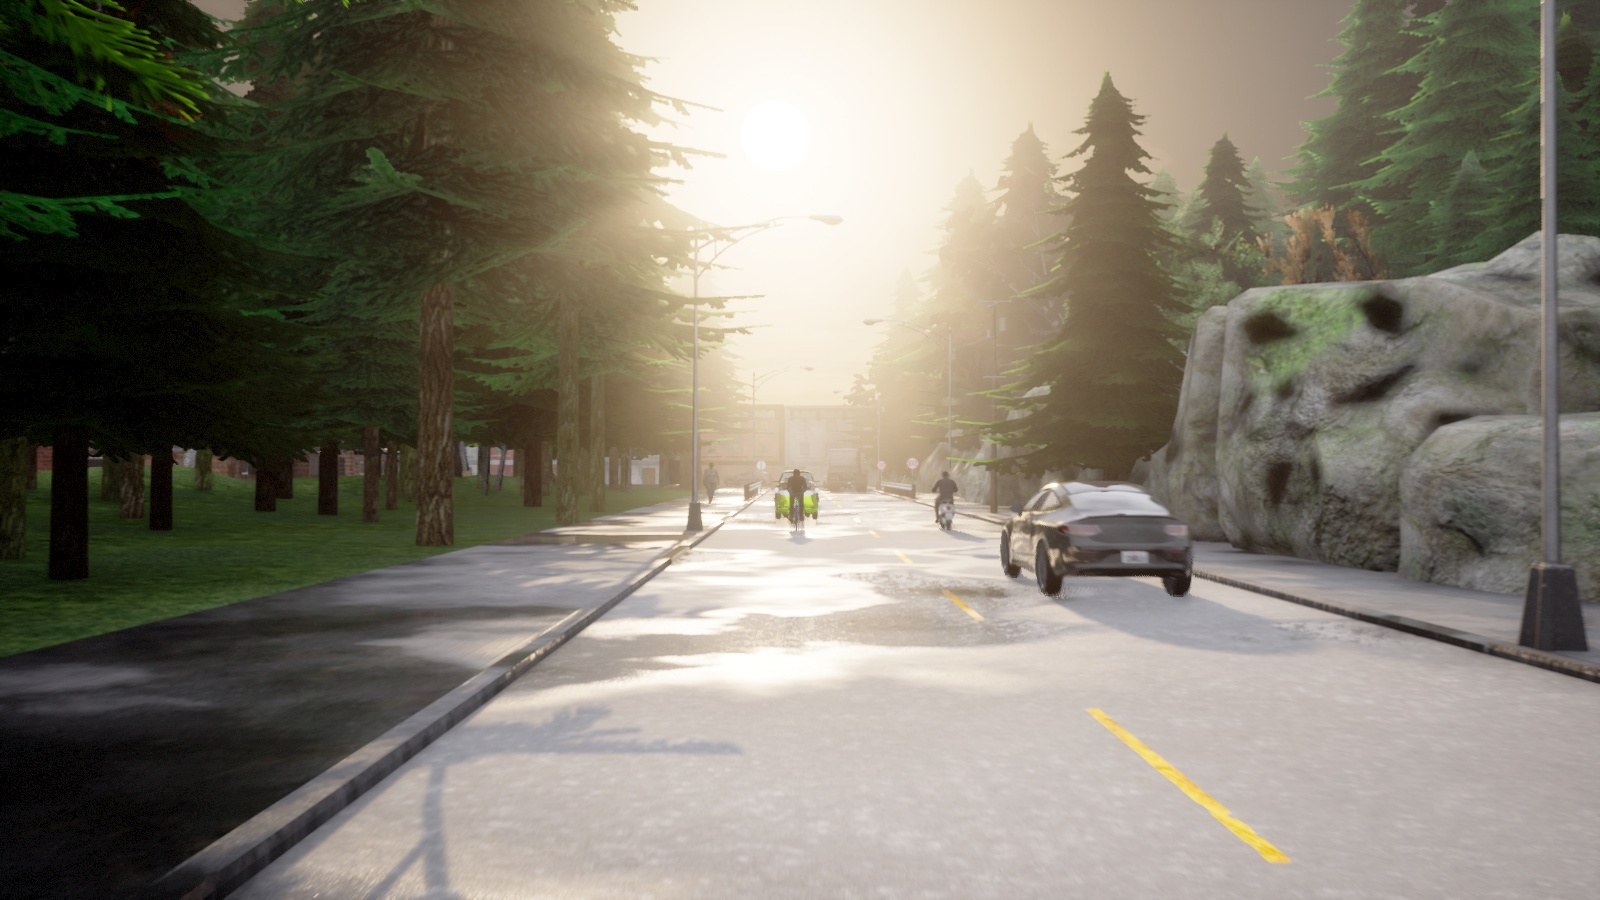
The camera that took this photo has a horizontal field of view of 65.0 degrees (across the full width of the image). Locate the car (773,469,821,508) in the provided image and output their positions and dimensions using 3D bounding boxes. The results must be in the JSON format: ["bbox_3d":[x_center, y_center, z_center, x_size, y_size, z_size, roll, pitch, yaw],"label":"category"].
[{"bbox_3d":[-0.132,1.680,55.896,2.033,1.649,4.856,0,-1,0],"label":"car"}]

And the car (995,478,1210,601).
[{"bbox_3d":[3.959,1.114,17.283,1.812,1.442,4.674,0,-1,0],"label":"car"}]

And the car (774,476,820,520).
[{"bbox_3d":[-0.097,1.559,41.194,1.481,1.376,2.207,0,-1,0],"label":"car"}]

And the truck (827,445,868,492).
[{"bbox_3d":[3.634,1.455,97.751,2.891,3.462,7.936,0,-1,0],"label":"truck"}]

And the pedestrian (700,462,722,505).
[{"bbox_3d":[-3.905,1.460,54.943,0.874,1.855,0.900,0,-1,-10],"label":"pedestrian"}]

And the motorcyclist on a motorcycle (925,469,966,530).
[{"bbox_3d":[3.920,1.320,33.916,0.866,1.590,1.817,0,-1,0],"label":"motorcyclist on a motorcycle"}]
